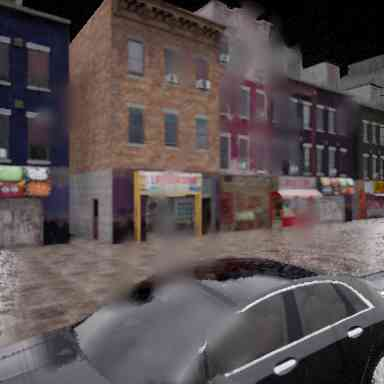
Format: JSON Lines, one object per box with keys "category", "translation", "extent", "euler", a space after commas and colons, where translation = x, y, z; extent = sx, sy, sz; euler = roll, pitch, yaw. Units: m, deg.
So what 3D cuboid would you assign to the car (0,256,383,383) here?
{"category": "car", "translation": [0.235, 1.505, 3.209], "extent": [4.892, 1.490, 1.837], "euler": [0, 0, -35]}
